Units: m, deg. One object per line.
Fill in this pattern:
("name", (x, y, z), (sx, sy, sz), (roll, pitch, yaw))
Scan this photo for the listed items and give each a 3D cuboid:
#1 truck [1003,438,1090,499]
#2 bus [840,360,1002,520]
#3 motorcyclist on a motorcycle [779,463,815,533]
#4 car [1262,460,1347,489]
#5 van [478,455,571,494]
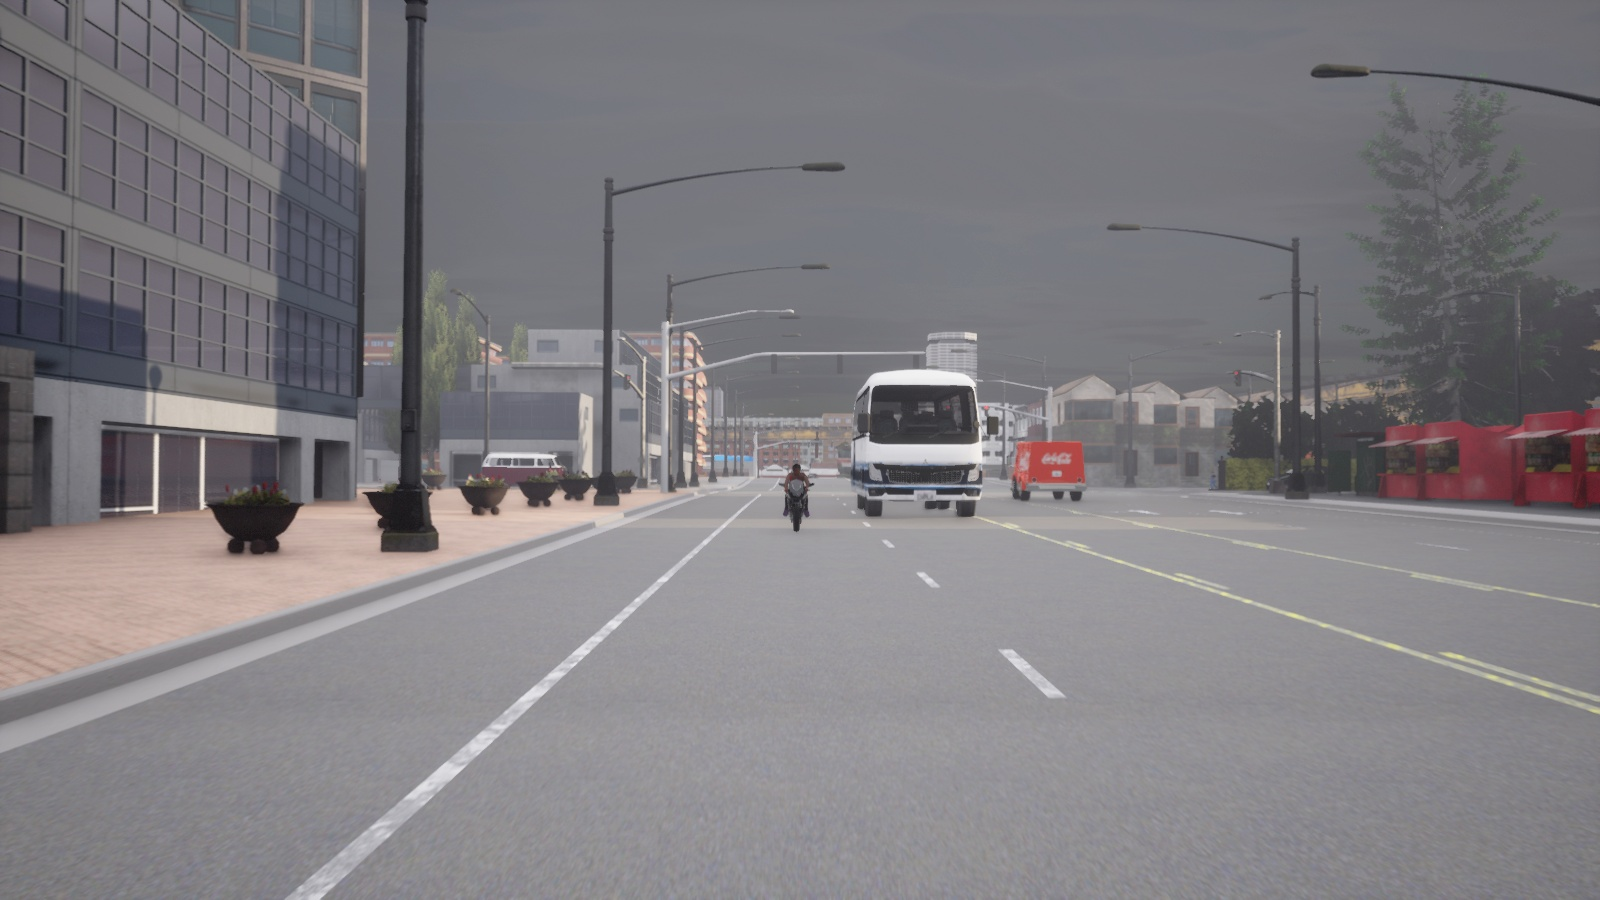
("truck", (10.372, 0.790, 53.353), (2.627, 2.467, 5.204), (0, -1, 0))
("bus", (3.401, -0.225, 38.671), (3.944, 4.253, 10.273), (0, 0, 0))
("motorcyclist on a motorcycle", (-0.069, 1.061, 28.460), (0.797, 1.523, 2.044), (0, 0, 0))
("car", (28.130, 1.378, 70.125), (3.988, 1.617, 1.851), (0, -1, 0))
("van", (-14.618, 1.299, 66.862), (4.480, 2.038, 2.069), (0, -1, 0))
